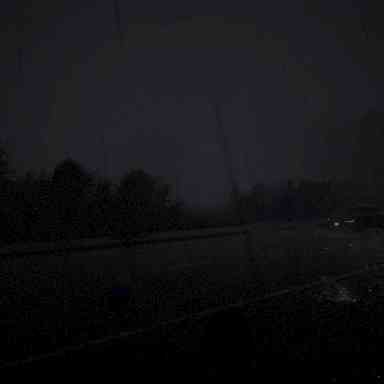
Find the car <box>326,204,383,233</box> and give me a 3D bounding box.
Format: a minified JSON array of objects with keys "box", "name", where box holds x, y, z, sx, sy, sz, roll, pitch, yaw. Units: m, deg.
[{"box":[9.912,1.513,19.794,4.892,1.490,1.837,0,0,-37],"name":"car"}]
